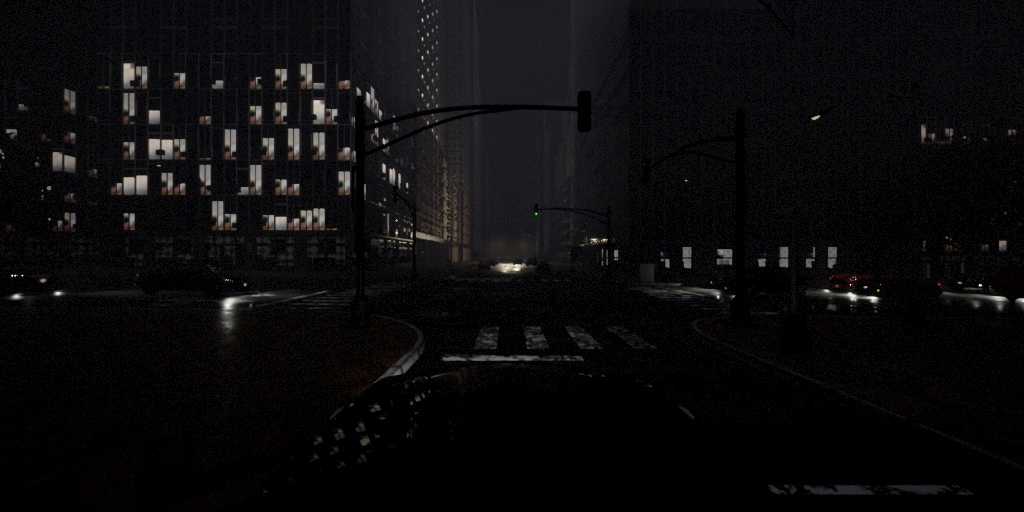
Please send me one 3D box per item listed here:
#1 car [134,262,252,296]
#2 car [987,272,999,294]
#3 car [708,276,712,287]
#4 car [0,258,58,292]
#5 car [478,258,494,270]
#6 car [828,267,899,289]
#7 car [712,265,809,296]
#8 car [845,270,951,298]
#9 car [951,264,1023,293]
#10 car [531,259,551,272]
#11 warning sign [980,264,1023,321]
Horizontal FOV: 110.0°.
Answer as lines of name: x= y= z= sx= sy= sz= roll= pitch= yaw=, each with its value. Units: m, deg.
car: x=-14.943 y=1.032 z=16.912 sx=4.674 sy=1.442 sz=1.812 roll=1 pitch=0 yaw=-1
car: x=34.035 y=1.942 z=22.610 sx=5.357 sy=1.411 sz=2.033 roll=1 pitch=0 yaw=-3
car: x=16.198 y=1.600 z=25.047 sx=4.674 sy=1.442 sz=1.812 roll=1 pitch=0 yaw=-3
car: x=-24.158 y=0.829 z=16.488 sx=4.902 sy=1.511 sz=2.128 roll=1 pitch=0 yaw=-3
car: x=-4.003 y=1.362 z=51.688 sx=1.802 sy=1.307 sz=4.207 roll=0 pitch=0 yaw=0
car: x=25.240 y=1.589 z=25.461 sx=4.553 sy=1.767 sz=2.097 roll=1 pitch=0 yaw=-3
car: x=15.150 y=1.407 z=21.746 sx=4.553 sy=1.767 sz=2.097 roll=1 pitch=0 yaw=-3
car: x=23.736 y=1.773 z=22.143 sx=4.181 sy=1.385 sz=1.994 roll=1 pitch=0 yaw=-3
car: x=34.984 y=1.633 z=25.902 sx=5.566 sy=2.045 sz=2.150 roll=1 pitch=0 yaw=-2
car: x=3.947 y=1.346 z=46.192 sx=1.948 sy=1.339 sz=4.313 roll=0 pitch=0 yaw=0
warning sign: x=17.280 y=1.208 z=12.383 sx=1.060 sy=1.860 sz=1.300 roll=0 pitch=0 yaw=-3
